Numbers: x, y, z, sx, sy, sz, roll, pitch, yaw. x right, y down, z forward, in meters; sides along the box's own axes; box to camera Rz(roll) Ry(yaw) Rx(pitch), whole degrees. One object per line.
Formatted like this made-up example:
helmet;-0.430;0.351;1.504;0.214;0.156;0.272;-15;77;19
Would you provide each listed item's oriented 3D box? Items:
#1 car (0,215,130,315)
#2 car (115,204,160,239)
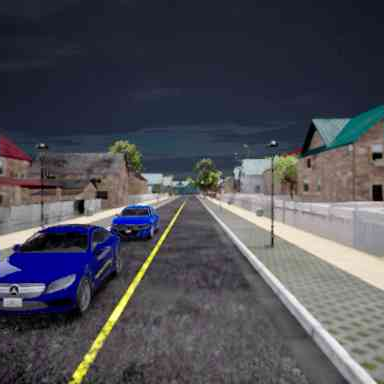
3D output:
car;-2.844;1.492;7.607;1.812;1.442;4.674;0;0;0
car;-2.761;1.432;17.015;1.882;1.535;5.008;0;0;0
